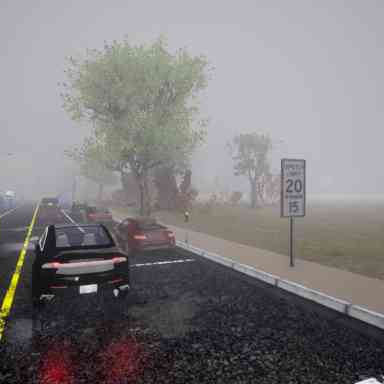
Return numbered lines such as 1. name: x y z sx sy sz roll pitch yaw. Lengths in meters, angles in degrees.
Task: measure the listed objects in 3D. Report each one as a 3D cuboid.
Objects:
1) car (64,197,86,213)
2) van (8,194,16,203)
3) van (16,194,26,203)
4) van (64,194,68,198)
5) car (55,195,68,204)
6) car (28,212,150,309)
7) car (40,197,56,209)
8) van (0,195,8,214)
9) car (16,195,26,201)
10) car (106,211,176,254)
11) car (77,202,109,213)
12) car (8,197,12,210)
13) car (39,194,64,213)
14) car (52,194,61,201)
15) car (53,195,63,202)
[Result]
1. car: -11.161 1.527 32.808 2.008 1.369 4.403 -1 0 -24
2. van: -25.124 1.327 44.611 1.690 1.788 3.998 -1 0 -24
3. van: -36.515 1.313 69.904 1.690 1.788 3.998 -1 0 -24
4. van: -22.542 1.304 58.068 1.690 1.788 3.998 -1 0 -24
5. car: -24.816 1.401 63.121 1.967 1.590 4.097 -1 0 -24
6. car: -2.817 1.486 8.058 2.128 1.511 4.902 0 0 -24
7. car: -19.669 1.452 45.472 1.882 1.535 5.008 0 0 -24
8. van: -20.567 1.332 34.495 1.690 1.788 3.998 -1 0 -24
9. car: -41.070 1.511 80.022 1.887 1.381 4.507 -1 0 -24
10. car: -1.940 1.569 12.650 1.802 1.307 4.206 -1 0 -24
11. car: -6.525 1.563 22.742 1.802 1.307 4.206 -1 0 -24
12. car: -22.842 1.570 39.554 1.802 1.307 4.206 -1 0 -24
13. car: -15.404 1.331 36.131 2.097 1.767 4.553 0 0 -24
14. car: -33.919 1.389 83.331 1.967 1.590 4.097 -1 0 -24
15. car: -31.642 1.517 78.280 1.947 1.339 4.313 -1 0 -24
